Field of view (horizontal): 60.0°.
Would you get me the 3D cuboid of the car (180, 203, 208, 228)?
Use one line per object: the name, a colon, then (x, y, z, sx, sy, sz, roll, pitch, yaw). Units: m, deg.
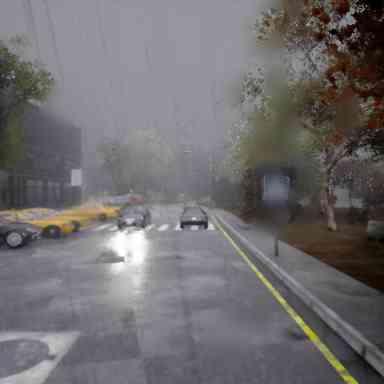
car: (0.151, 1.782, 24.272, 1.994, 1.385, 4.181, 0, -1, 0)

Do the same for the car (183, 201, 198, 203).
car: (-0.161, 1.774, 42.189, 1.994, 1.385, 4.181, 0, 0, -4)

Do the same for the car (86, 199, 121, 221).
car: (-9.328, 1.740, 29.251, 5.366, 1.575, 1.946, -1, 0, -20)

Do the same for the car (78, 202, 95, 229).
car: (-8.968, 1.663, 20.366, 5.366, 1.575, 1.946, -1, -1, -20)

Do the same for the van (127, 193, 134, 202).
van: (-9.326, 1.488, 38.267, 4.442, 1.987, 1.878, -1, 1, -20)

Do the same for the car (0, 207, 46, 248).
car: (-9.152, 1.615, 14.300, 4.892, 1.521, 2.231, -1, -1, -20)

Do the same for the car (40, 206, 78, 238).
car: (-8.968, 1.636, 17.364, 5.366, 1.575, 1.946, -1, -1, -20)

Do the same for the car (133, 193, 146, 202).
car: (-11.081, 1.306, 64.810, 2.150, 2.045, 5.566, 1, 0, -39)

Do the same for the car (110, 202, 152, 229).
car: (-3.934, 1.701, 23.333, 2.128, 1.511, 4.902, 0, -1, 0)

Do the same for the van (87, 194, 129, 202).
van: (-9.305, 1.500, 35.266, 4.442, 1.987, 1.878, -1, 1, -20)

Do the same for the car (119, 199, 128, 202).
car: (-9.180, 1.736, 32.320, 5.008, 1.535, 2.097, -1, 0, -20)
